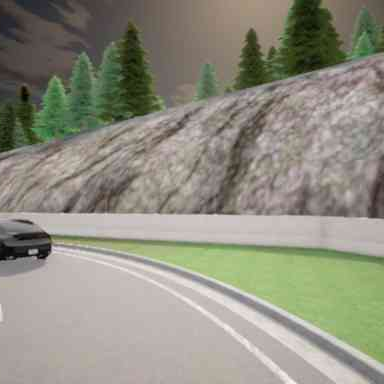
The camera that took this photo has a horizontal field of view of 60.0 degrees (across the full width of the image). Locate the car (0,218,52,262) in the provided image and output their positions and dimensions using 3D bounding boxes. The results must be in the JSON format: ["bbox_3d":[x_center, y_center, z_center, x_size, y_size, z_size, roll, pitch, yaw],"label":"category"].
[{"bbox_3d":[-7.043,1.739,12.288,4.892,1.490,1.837,-1,-2,38],"label":"car"}]
